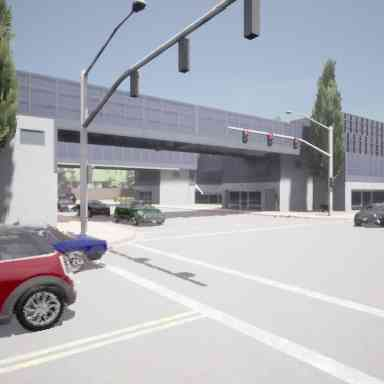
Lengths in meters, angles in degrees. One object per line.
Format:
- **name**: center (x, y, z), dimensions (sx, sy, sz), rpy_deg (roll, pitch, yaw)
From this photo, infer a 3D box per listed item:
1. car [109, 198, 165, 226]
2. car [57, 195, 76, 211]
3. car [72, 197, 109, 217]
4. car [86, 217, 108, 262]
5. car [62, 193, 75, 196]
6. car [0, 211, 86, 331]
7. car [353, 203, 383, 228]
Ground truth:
- **car**: center (-3.795, 1.352, 23.535), dimensions (2.097, 1.767, 4.553), rpy_deg (0, 0, -36)
- **car**: center (-14.826, 1.492, 38.692), dimensions (2.128, 1.511, 4.902), rpy_deg (0, 0, -36)
- **car**: center (-9.245, 1.478, 31.020), dimensions (1.882, 1.535, 5.008), rpy_deg (0, 0, -36)
- **car**: center (-4.883, 1.601, 9.146), dimensions (4.718, 1.301, 1.895), rpy_deg (0, 0, -36)
- **car**: center (-23.692, 1.221, 63.071), dimensions (2.150, 2.045, 5.566), rpy_deg (0, 0, -36)
- **car**: center (-4.321, 1.352, 5.247), dimensions (4.553, 1.767, 2.097), rpy_deg (0, 0, -36)
- **car**: center (12.636, 1.506, 22.125), dimensions (4.892, 1.490, 1.837), rpy_deg (0, 0, -37)
